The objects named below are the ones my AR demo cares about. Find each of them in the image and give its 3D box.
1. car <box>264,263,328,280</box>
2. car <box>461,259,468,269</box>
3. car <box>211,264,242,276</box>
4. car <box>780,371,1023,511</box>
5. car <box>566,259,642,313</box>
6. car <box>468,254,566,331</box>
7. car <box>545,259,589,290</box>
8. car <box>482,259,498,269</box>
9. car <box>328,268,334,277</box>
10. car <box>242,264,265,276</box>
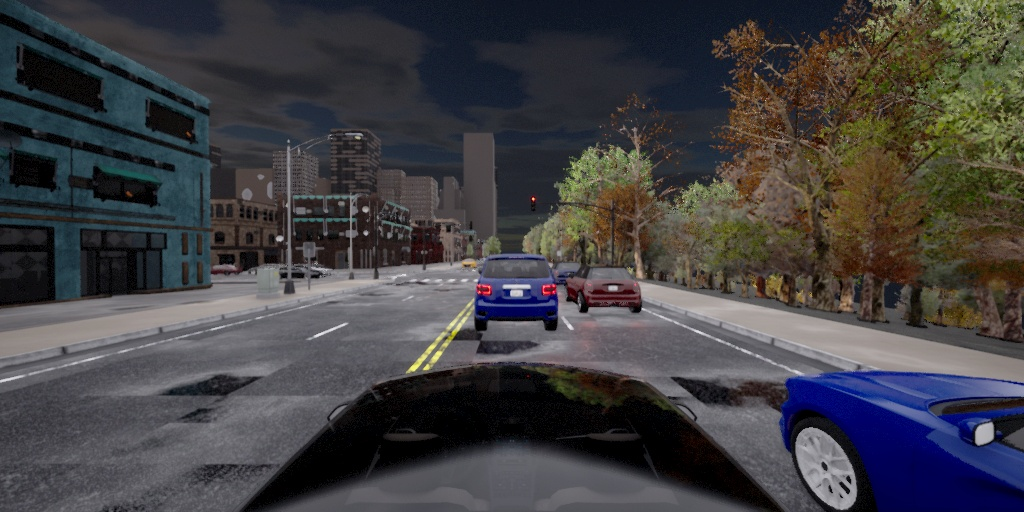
[{"bbox_3d":[-19.915,1.540,33.243,4.313,1.339,1.948,0,0,0],"label":"car"},{"bbox_3d":[-6.530,1.177,54.876,1.882,1.535,5.008,0,0,0],"label":"car"},{"bbox_3d":[-33.774,1.624,41.777,4.207,1.307,1.802,0,0,0],"label":"car"},{"bbox_3d":[3.345,1.228,1.185,1.882,1.535,5.008,0,0,0],"label":"car"},{"bbox_3d":[3.362,1.091,14.029,2.097,1.767,4.553,0,0,0],"label":"car"},{"bbox_3d":[0.107,0.963,11.066,2.150,2.045,5.566,0,0,0],"label":"car"},{"bbox_3d":[3.373,1.084,22.866,2.097,1.767,4.553,0,0,0],"label":"car"},{"bbox_3d":[-3.279,1.191,54.974,2.128,1.511,4.902,0,0,0],"label":"car"},{"bbox_3d":[-20.383,1.476,35.950,4.674,1.442,1.812,-1,1,0],"label":"car"},{"bbox_3d":[-28.239,1.529,41.764,4.403,1.370,2.007,0,0,0],"label":"car"}]
